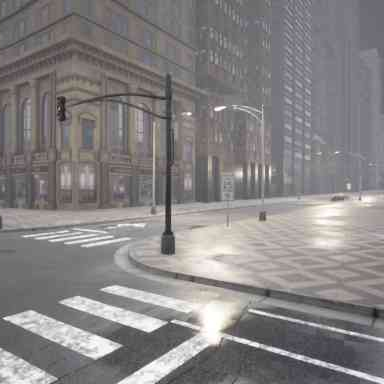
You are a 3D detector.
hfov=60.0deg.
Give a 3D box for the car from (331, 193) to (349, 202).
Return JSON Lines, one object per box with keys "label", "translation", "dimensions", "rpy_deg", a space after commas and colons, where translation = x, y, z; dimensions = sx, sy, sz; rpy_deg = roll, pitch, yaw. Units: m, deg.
{"label": "car", "translation": [23.759, 0.814, 53.253], "dimensions": [1.895, 1.301, 4.718], "rpy_deg": [0, 1, 36]}
